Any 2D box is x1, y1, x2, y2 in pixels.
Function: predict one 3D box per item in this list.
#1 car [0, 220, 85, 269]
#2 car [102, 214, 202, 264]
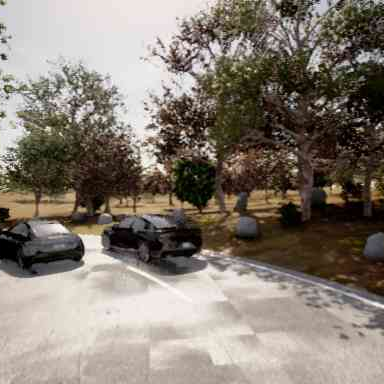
[{"bbox_3d":[-5.516,1.688,11.808,1.994,1.385,4.181,0,-1,-44],"label":"car"},{"bbox_3d":[-1.692,1.558,12.451,1.882,1.535,5.008,0,-1,-38],"label":"car"}]
